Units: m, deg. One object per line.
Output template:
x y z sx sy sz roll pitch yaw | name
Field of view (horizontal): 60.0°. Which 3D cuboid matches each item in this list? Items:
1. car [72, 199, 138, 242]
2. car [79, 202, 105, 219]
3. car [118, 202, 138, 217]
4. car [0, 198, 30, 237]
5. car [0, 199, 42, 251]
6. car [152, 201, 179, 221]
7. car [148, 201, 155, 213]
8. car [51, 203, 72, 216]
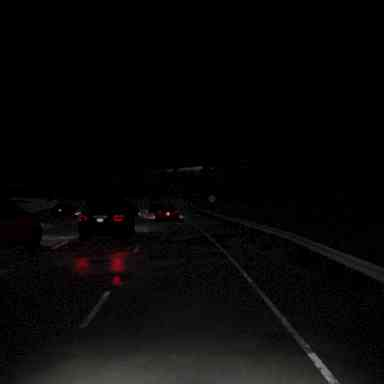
-4.289 1.364 17.376 2.150 2.045 5.566 0 0 -5 | car
-9.930 1.779 33.379 1.837 1.490 4.892 0 0 -9 | car
-6.712 1.851 35.269 1.994 1.385 4.181 0 0 -10 | car
-11.481 1.382 18.996 2.150 2.045 5.566 0 0 -6 | car
-7.382 1.322 11.893 2.150 2.045 5.566 0 0 -4 | car
-2.280 1.805 29.788 1.994 1.385 4.181 0 0 -8 | car
-4.556 1.871 42.590 1.812 1.442 4.674 0 -1 -12 | car
-14.037 1.864 36.419 1.994 1.385 4.181 0 -1 -11 | car
